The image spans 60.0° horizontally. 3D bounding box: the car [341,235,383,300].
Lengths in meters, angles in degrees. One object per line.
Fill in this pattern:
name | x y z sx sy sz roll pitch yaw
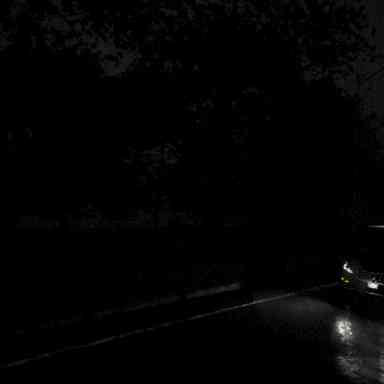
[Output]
car | 5.543 1.686 8.066 4.892 1.490 1.837 2 -1 -37
